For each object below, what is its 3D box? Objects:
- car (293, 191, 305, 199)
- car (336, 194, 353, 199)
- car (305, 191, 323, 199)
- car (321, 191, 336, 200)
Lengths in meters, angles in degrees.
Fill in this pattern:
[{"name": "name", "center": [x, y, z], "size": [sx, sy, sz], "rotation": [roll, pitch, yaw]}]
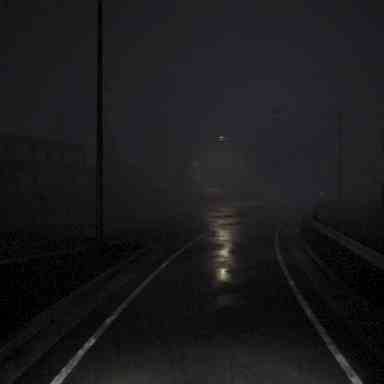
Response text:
[{"name": "car", "center": [27.771, 0.803, 85.511], "size": [2.150, 2.045, 5.566], "rotation": [0, 0, 33]}, {"name": "car", "center": [36.833, 1.239, 80.195], "size": [1.895, 1.301, 4.718], "rotation": [0, 0, 33]}, {"name": "car", "center": [30.909, 0.954, 83.922], "size": [2.097, 1.767, 4.553], "rotation": [0, 0, 33]}, {"name": "car", "center": [33.871, 1.146, 82.059], "size": [1.812, 1.442, 4.674], "rotation": [0, 0, 33]}]
